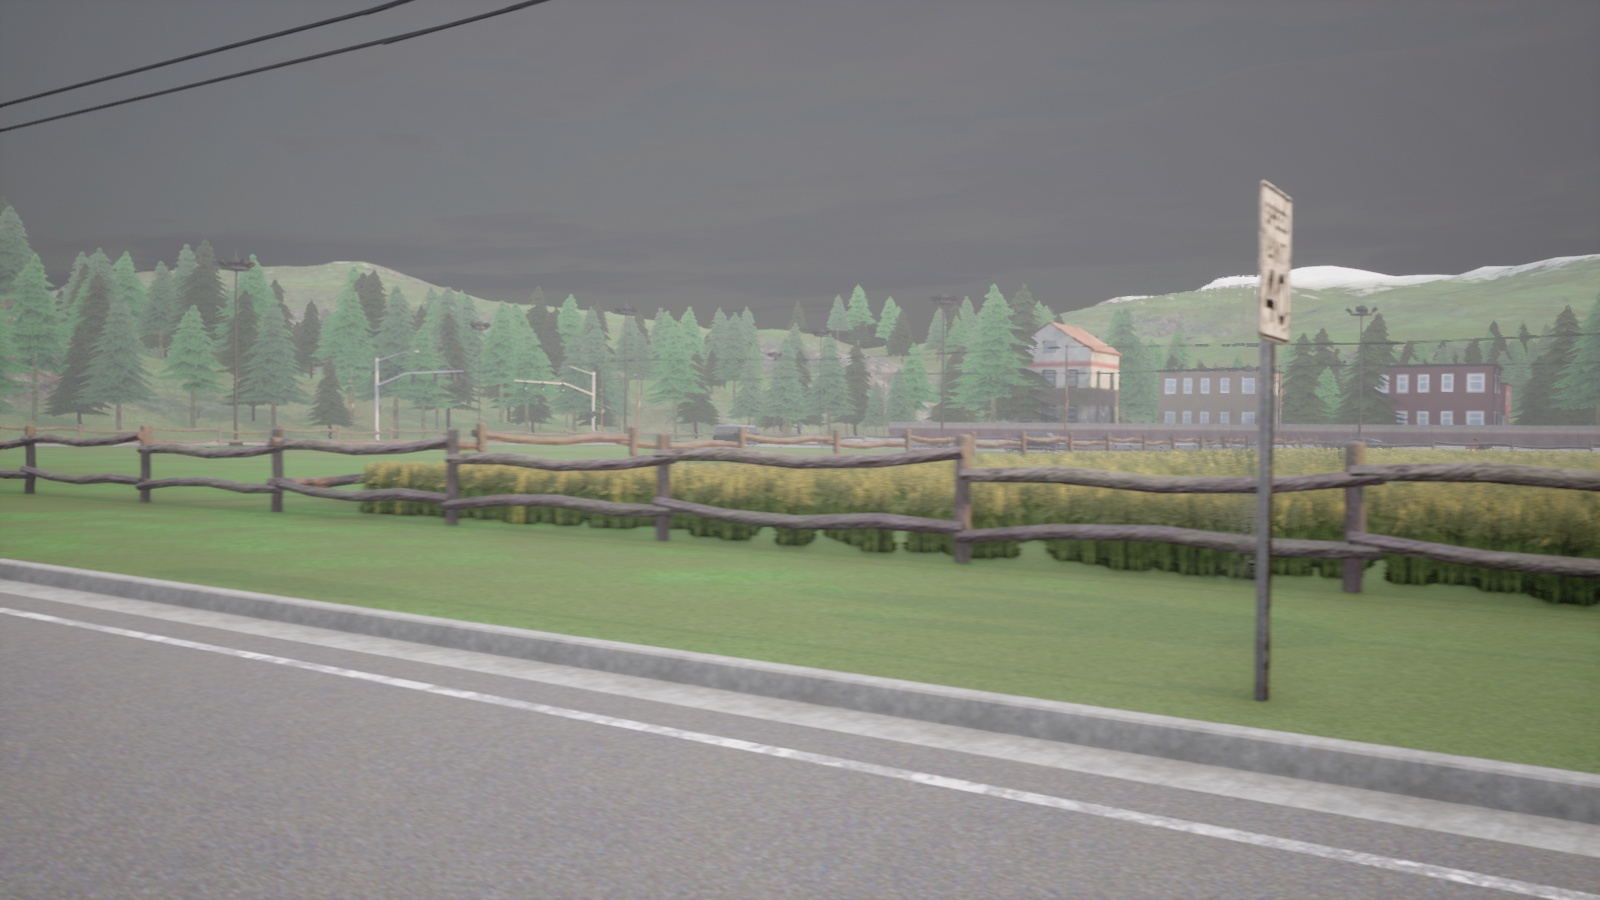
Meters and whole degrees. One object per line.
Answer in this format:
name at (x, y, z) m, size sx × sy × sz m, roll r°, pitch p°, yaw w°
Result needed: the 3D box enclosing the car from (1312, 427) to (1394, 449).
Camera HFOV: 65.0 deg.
car at (37.892, -0.820, 86.104) m, size 4.892 × 1.490 × 1.837 m, roll 0°, pitch 1°, yaw 34°
